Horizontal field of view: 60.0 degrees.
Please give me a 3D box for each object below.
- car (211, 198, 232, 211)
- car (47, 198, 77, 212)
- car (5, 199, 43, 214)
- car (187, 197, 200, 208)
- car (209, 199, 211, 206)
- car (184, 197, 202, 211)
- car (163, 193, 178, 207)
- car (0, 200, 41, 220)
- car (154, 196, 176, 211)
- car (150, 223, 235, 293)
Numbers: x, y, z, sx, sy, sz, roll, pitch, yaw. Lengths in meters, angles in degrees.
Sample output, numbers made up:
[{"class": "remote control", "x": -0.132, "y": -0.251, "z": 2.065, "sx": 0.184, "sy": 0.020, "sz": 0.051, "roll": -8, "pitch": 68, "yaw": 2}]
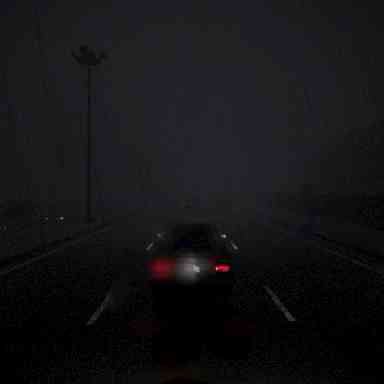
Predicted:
[{"class": "car", "x": 3.615, "y": 1.478, "z": 39.789, "sx": 1.882, "sy": 1.535, "sz": 5.008, "roll": 0, "pitch": 0, "yaw": 0}, {"class": "car", "x": -14.947, "y": 1.478, "z": 38.531, "sx": 1.882, "sy": 1.535, "sz": 5.008, "roll": 0, "pitch": 0, "yaw": 1}, {"class": "car", "x": -18.473, "y": 1.564, "z": 36.818, "sx": 1.994, "sy": 1.385, "sz": 4.181, "roll": 0, "pitch": 0, "yaw": 1}, {"class": "car", "x": 0.192, "y": 1.505, "z": 50.230, "sx": 1.837, "sy": 1.490, "sz": 4.892, "roll": 0, "pitch": 0, "yaw": 0}, {"class": "car", "x": 3.692, "y": 1.564, "z": 50.206, "sx": 1.994, "sy": 1.385, "sz": 4.181, "roll": 0, "pitch": 0, "yaw": 0}, {"class": "car", "x": 0.116, "y": 1.491, "z": 39.895, "sx": 2.128, "sy": 1.511, "sz": 4.902, "roll": 0, "pitch": 0, "yaw": 0}, {"class": "car", "x": -3.308, "y": 1.221, "z": 50.284, "sx": 2.150, "sy": 2.045, "sz": 5.566, "roll": 0, "pitch": 0, "yaw": 0}, {"class": "car", "x": -15.049, "y": 1.491, "z": 28.477, "sx": 2.128, "sy": 1.511, "sz": 4.902, "roll": 0, "pitch": 0, "yaw": 0}, {"class": "car", "x": -3.384, "y": 1.547, "z": 39.954, "sx": 2.033, "sy": 1.411, "sz": 5.357, "roll": 0, "pitch": 0, "yaw": 0}, {"class": "car", "x": 0.007, "y": 1.548, "z": 8.959, "sx": 2.033, "sy": 1.411, "sz": 5.357, "roll": 0, "pitch": 0, "yaw": 0}]
